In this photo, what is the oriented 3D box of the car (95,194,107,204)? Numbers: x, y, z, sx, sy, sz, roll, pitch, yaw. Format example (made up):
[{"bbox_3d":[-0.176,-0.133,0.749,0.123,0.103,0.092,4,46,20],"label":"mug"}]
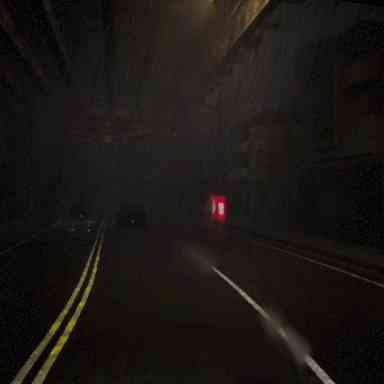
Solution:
[{"bbox_3d":[-18.901,1.514,68.935,2.150,2.045,5.566,0,0,-13],"label":"car"}]

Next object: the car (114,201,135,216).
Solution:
[{"bbox_3d":[-7.604,1.774,37.105,2.033,1.411,5.357,0,0,-13],"label":"car"}]

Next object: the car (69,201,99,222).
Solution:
[{"bbox_3d":[-9.463,1.771,28.943,1.994,1.385,4.181,0,0,-13],"label":"car"}]

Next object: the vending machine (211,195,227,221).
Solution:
[{"bbox_3d":[2.223,1.292,27.335,1.100,2.100,0.880,0,0,-13],"label":"vending machine"}]

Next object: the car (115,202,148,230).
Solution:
[{"bbox_3d":[-4.092,1.608,22.266,1.882,1.535,5.008,0,0,-13],"label":"car"}]
